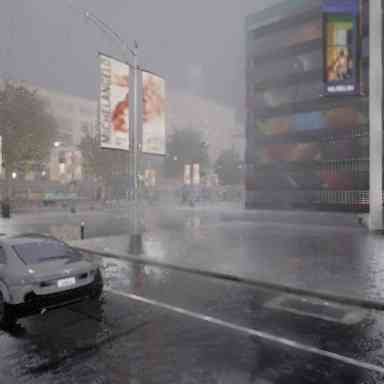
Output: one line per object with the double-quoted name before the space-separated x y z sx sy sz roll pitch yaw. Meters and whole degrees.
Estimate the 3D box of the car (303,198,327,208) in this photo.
"car" 19.943 1.661 53.698 2.161 1.482 4.786 0 0 39

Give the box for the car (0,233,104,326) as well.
"car" -3.820 1.597 7.243 4.181 1.385 1.994 0 0 39

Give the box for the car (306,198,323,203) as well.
"car" 15.494 1.512 41.617 2.002 1.452 4.674 0 0 39
